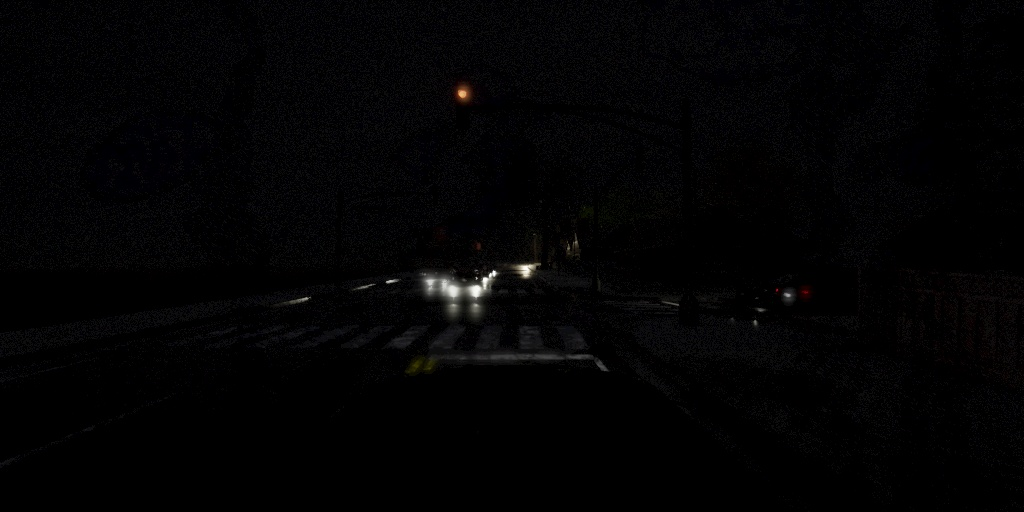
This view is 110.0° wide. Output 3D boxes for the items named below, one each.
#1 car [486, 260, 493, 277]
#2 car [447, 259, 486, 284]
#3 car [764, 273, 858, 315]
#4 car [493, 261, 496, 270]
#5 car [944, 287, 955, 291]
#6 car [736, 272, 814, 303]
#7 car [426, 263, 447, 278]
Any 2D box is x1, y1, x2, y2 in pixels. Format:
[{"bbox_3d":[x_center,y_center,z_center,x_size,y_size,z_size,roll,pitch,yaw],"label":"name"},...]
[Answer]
[{"bbox_3d":[-3.343,1.108,35.676,2.097,1.767,4.553,0,0,0],"label":"car"},{"bbox_3d":[-3.305,1.109,26.847,2.097,1.767,4.553,0,0,-1],"label":"car"},{"bbox_3d":[12.479,1.498,13.669,4.181,1.385,1.994,1,-2,-2],"label":"car"},{"bbox_3d":[-3.335,1.282,44.635,1.812,1.442,4.674,0,0,0],"label":"car"},{"bbox_3d":[22.953,1.739,16.913,5.357,1.411,2.033,1,-2,-3],"label":"car"},{"bbox_3d":[13.065,1.508,16.544,5.008,1.535,1.882,1,-2,-2],"label":"car"},{"bbox_3d":[-6.594,1.320,33.311,1.994,1.385,4.181,0,0,0],"label":"car"}]
